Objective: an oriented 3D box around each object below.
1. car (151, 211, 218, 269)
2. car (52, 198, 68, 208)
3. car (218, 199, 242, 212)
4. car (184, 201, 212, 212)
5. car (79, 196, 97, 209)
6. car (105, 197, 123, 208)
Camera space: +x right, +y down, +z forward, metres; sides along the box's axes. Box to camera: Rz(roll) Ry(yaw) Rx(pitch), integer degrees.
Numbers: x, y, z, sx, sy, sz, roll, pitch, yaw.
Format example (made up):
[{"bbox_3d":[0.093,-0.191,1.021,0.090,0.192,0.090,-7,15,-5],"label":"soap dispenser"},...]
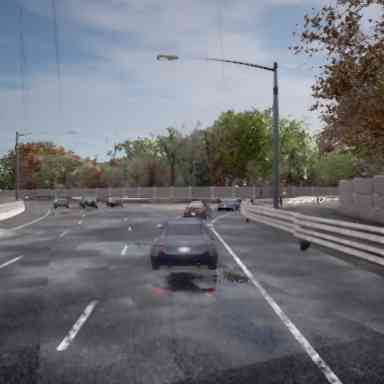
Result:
[{"bbox_3d":[-0.263,1.563,11.196,1.994,1.385,4.181,0,0,-1],"label":"car"},{"bbox_3d":[-19.231,1.555,48.557,2.128,1.511,4.902,0,0,-27],"label":"car"},{"bbox_3d":[4.523,1.540,38.697,1.994,1.385,4.181,0,0,27],"label":"car"},{"bbox_3d":[0.528,1.519,27.971,1.812,1.442,4.674,0,0,11],"label":"car"},{"bbox_3d":[-15.048,1.399,47.988,2.097,1.767,4.553,0,0,-25],"label":"car"},{"bbox_3d":[-11.321,1.538,48.287,1.837,1.490,4.892,0,0,-25],"label":"car"}]
